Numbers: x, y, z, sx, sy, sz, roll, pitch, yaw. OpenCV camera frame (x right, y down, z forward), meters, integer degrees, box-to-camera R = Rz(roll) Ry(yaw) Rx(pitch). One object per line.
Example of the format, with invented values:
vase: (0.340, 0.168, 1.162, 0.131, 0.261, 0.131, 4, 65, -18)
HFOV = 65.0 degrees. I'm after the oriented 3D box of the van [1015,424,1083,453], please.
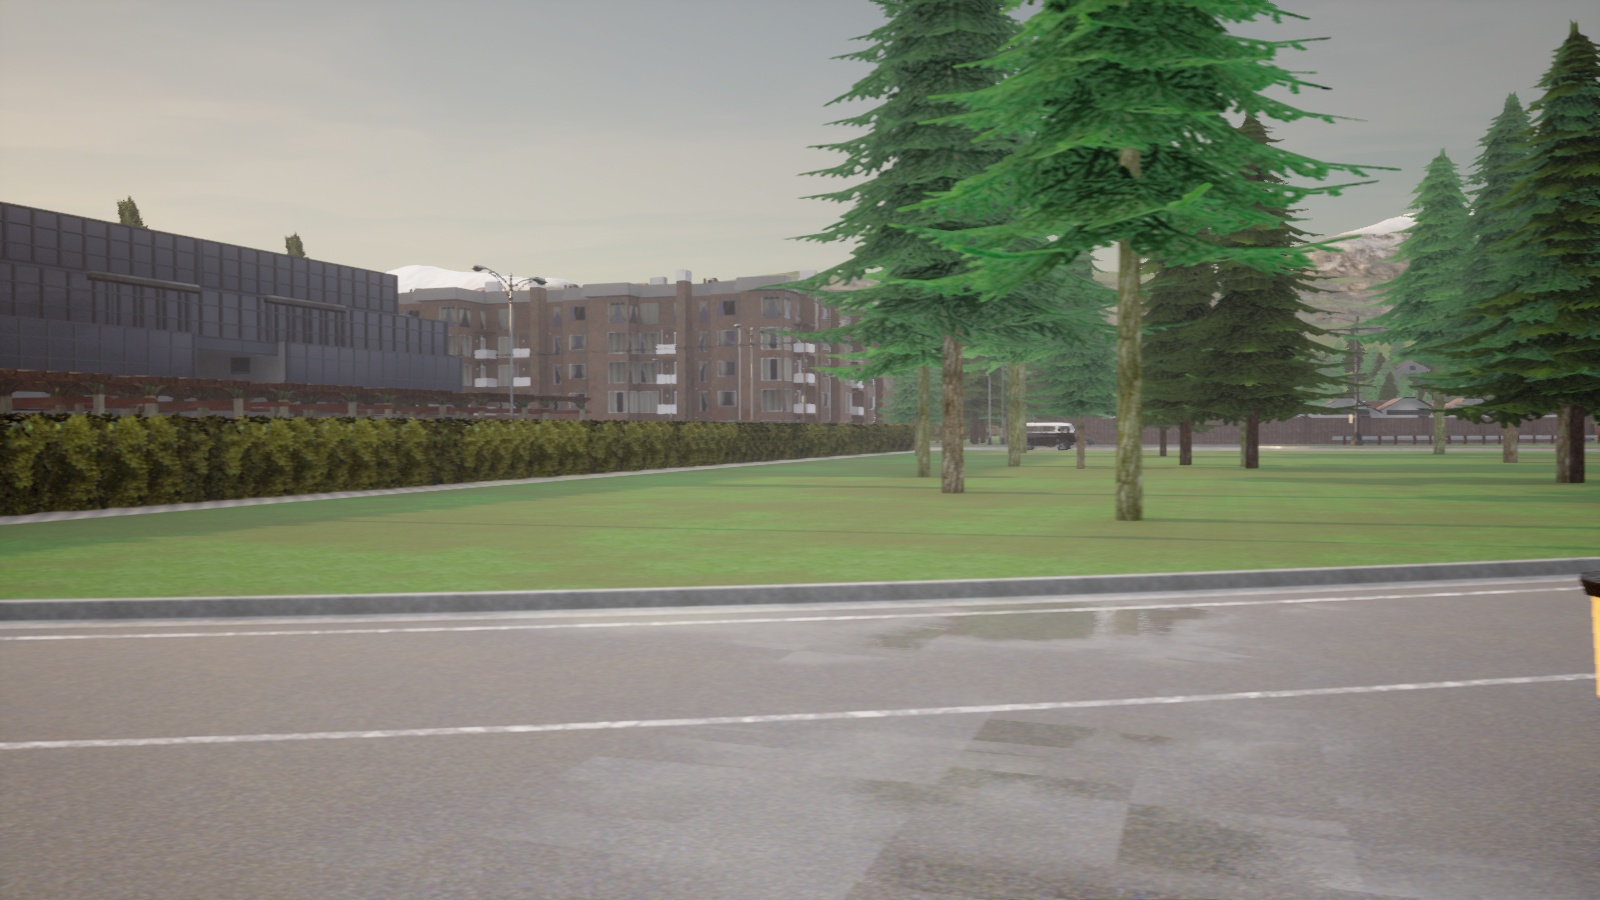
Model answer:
van: (17.678, -0.807, 89.234, 4.480, 2.038, 2.069, 0, 1, 19)
